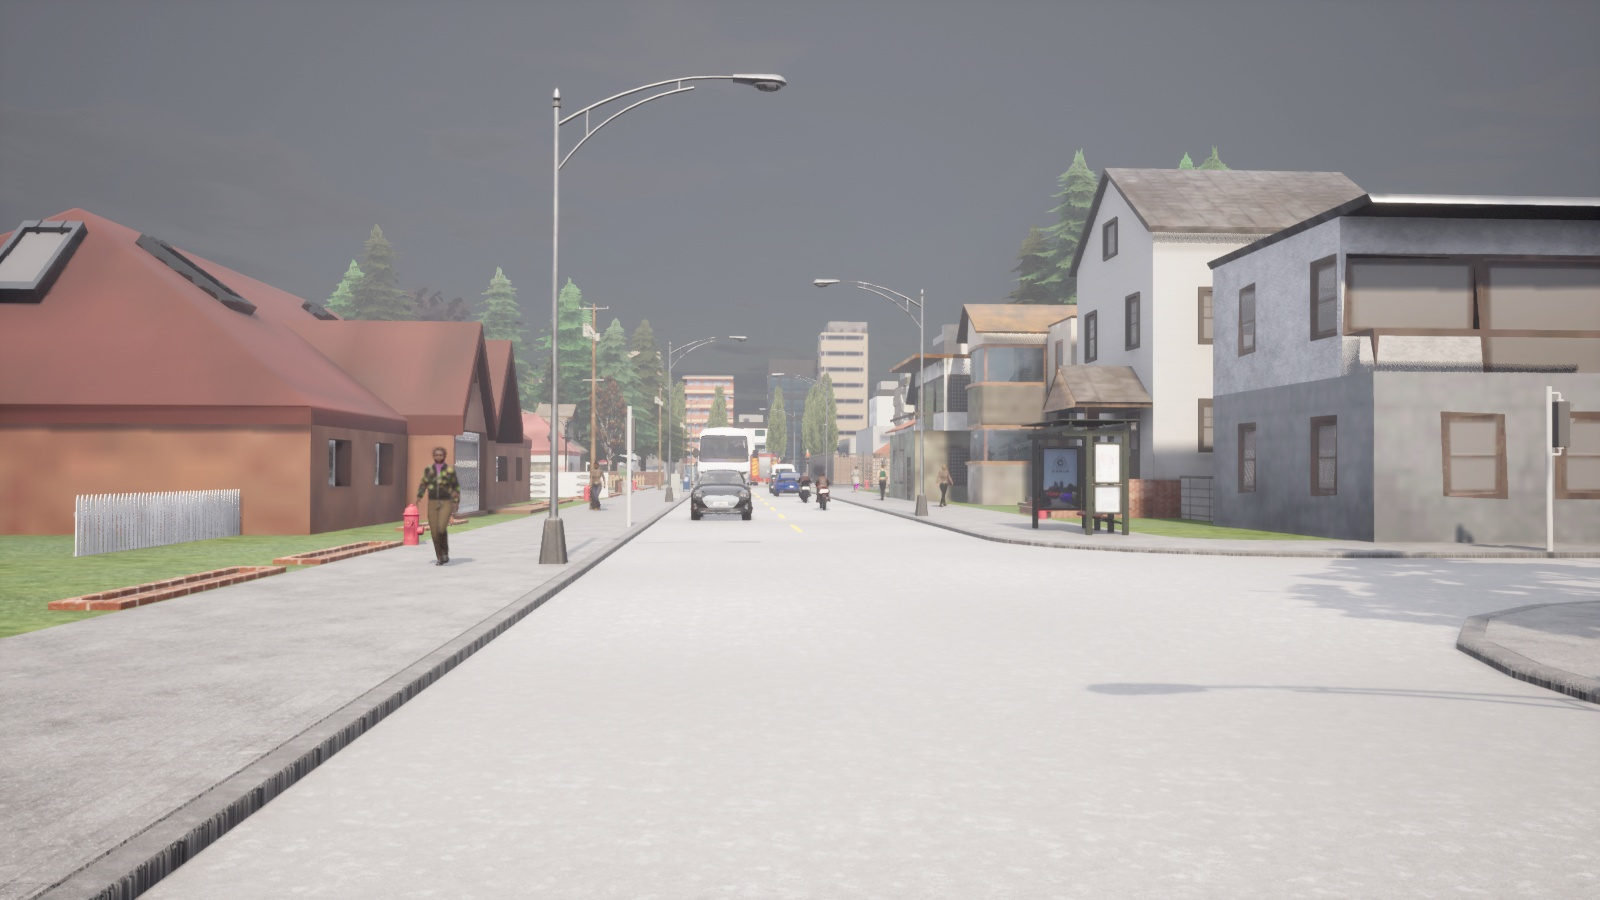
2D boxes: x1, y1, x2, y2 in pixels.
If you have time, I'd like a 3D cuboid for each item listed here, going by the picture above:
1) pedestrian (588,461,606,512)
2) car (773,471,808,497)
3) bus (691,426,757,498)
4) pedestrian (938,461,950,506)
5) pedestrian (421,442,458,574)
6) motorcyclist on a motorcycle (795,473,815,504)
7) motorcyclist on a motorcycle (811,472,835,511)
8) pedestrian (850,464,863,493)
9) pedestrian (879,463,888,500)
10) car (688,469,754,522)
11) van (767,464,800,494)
[{"bbox_3d":[-7.242,1.303,44.784,0.328,1.805,0.869,0,-1,15],"label":"pedestrian"},{"bbox_3d":[-0.634,2.094,77.566,1.882,1.535,5.008,0,-1,-3],"label":"car"},{"bbox_3d":[-4.798,0.798,80.072,3.944,4.253,10.273,0,-1,-3],"label":"bus"},{"bbox_3d":[5.884,1.359,51.239,0.331,1.846,0.634,0,-1,-9],"label":"pedestrian"},{"bbox_3d":[-5.380,0.860,18.774,0.395,1.930,0.692,0,-1,-4],"label":"pedestrian"},{"bbox_3d":[0.229,1.895,62.458,0.866,1.530,2.191,0,-1,-3],"label":"motorcyclist on a motorcycle"},{"bbox_3d":[0.916,1.639,50.498,0.797,1.523,2.044,0,-1,-3],"label":"motorcyclist on a motorcycle"},{"bbox_3d":[3.874,1.950,86.077,0.659,1.952,0.873,0,-1,-9],"label":"pedestrian"},{"bbox_3d":[4.152,1.558,62.714,0.345,1.836,0.594,0,-1,14],"label":"pedestrian"},{"bbox_3d":[-2.542,1.444,41.159,2.033,1.649,4.856,0,-1,-3],"label":"car"},{"bbox_3d":[-1.204,2.010,87.578,2.069,2.038,4.480,0,-1,-4],"label":"van"}]
